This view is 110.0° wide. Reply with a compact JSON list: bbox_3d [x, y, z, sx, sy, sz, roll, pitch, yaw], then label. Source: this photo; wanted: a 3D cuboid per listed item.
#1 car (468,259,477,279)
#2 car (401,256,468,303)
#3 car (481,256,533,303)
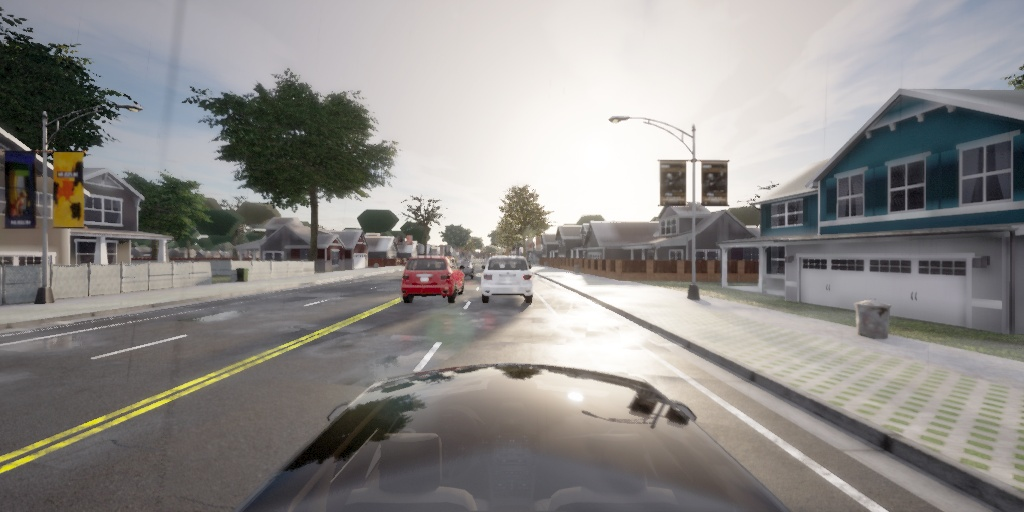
[{"bbox_3d":[-4.220,1.246,31.666,2.128,1.511,4.902,0,0,-3],"label":"car"},{"bbox_3d":[-3.503,1.008,16.677,2.150,2.045,5.566,0,0,-2],"label":"car"},{"bbox_3d":[-0.254,1.007,16.785,2.150,2.045,5.566,0,0,-2],"label":"car"}]
